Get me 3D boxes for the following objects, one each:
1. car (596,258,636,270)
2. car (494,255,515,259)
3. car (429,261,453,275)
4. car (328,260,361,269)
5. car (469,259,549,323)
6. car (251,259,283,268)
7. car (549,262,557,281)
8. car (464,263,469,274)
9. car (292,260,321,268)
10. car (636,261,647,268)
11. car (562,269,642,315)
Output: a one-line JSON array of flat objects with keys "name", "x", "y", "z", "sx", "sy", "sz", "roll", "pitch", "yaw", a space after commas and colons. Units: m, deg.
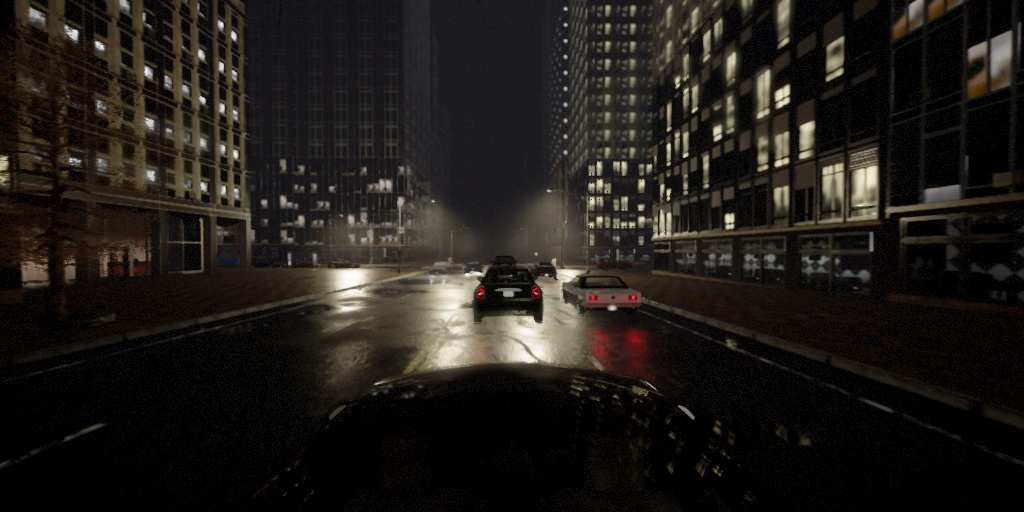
[{"name": "car", "x": 14.836, "y": 1.207, "z": 52.195, "sx": 5.009, "sy": 1.841, "sz": 2.192, "roll": 0, "pitch": 0, "yaw": -1}, {"name": "car", "x": -0.653, "y": 0.953, "z": 30.851, "sx": 2.150, "sy": 2.045, "sz": 5.566, "roll": 0, "pitch": 0, "yaw": -2}, {"name": "car", "x": -7.521, "y": 1.286, "z": 38.305, "sx": 2.033, "sy": 1.411, "sz": 5.357, "roll": 0, "pitch": 0, "yaw": -1}, {"name": "car", "x": -24.089, "y": 1.201, "z": 51.606, "sx": 4.313, "sy": 1.339, "sz": 1.948, "roll": 0, "pitch": 0, "yaw": 0}, {"name": "car", "x": -0.144, "y": 1.098, "z": 12.313, "sx": 2.097, "sy": 1.767, "sz": 4.553, "roll": 0, "pitch": 0, "yaw": -1}, {"name": "car", "x": -35.458, "y": 1.123, "z": 51.586, "sx": 4.313, "sy": 1.339, "sz": 1.948, "roll": 0, "pitch": 0, "yaw": 0}, {"name": "car", "x": 2.616, "y": 1.229, "z": 30.197, "sx": 1.837, "sy": 1.490, "sz": 4.892, "roll": 0, "pitch": 0, "yaw": -2}, {"name": "car", "x": -4.337, "y": 1.293, "z": 41.296, "sx": 1.994, "sy": 1.385, "sz": 4.181, "roll": 0, "pitch": 0, "yaw": -1}, {"name": "car", "x": -29.774, "y": 1.179, "z": 51.576, "sx": 4.207, "sy": 1.307, "sz": 1.802, "roll": 0, "pitch": 0, "yaw": 0}, {"name": "car", "x": 20.206, "y": 1.315, "z": 60.637, "sx": 4.829, "sy": 1.417, "sz": 1.751, "roll": 0, "pitch": 0, "yaw": -1}, {"name": "car", "x": 3.087, "y": 1.339, "z": 13.437, "sx": 1.895, "sy": 1.301, "sz": 4.718, "roll": 0, "pitch": 0, "yaw": -1}]
